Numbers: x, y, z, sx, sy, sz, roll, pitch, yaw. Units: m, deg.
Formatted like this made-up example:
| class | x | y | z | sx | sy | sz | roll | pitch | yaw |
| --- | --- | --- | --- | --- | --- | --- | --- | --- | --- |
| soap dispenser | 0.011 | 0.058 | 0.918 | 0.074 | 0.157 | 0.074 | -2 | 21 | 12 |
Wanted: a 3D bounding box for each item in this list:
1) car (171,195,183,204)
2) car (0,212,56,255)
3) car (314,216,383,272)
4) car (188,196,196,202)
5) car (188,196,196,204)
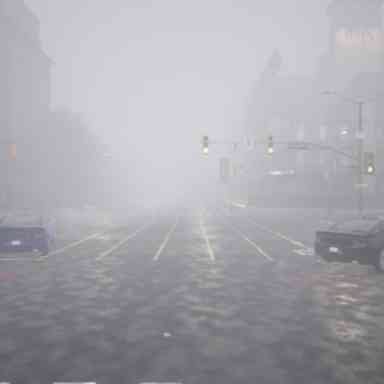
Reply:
| class | x | y | z | sx | sy | sz | roll | pitch | yaw |
| --- | --- | --- | --- | --- | --- | --- | --- | --- | --- |
| car | -3.496 | 2.000 | 78.359 | 2.033 | 1.411 | 5.357 | 0 | 0 | 0 |
| car | -6.683 | 1.559 | 13.458 | 1.882 | 1.535 | 5.008 | 0 | 0 | -19 |
| car | 6.231 | 1.545 | 11.134 | 5.008 | 1.535 | 1.882 | 0 | -1 | -33 |
| car | 0.005 | 1.891 | 88.337 | 1.882 | 1.535 | 5.008 | 0 | 0 | 0 |
| car | 0.005 | 1.992 | 79.193 | 1.812 | 1.442 | 4.674 | 0 | 0 | 0 |
